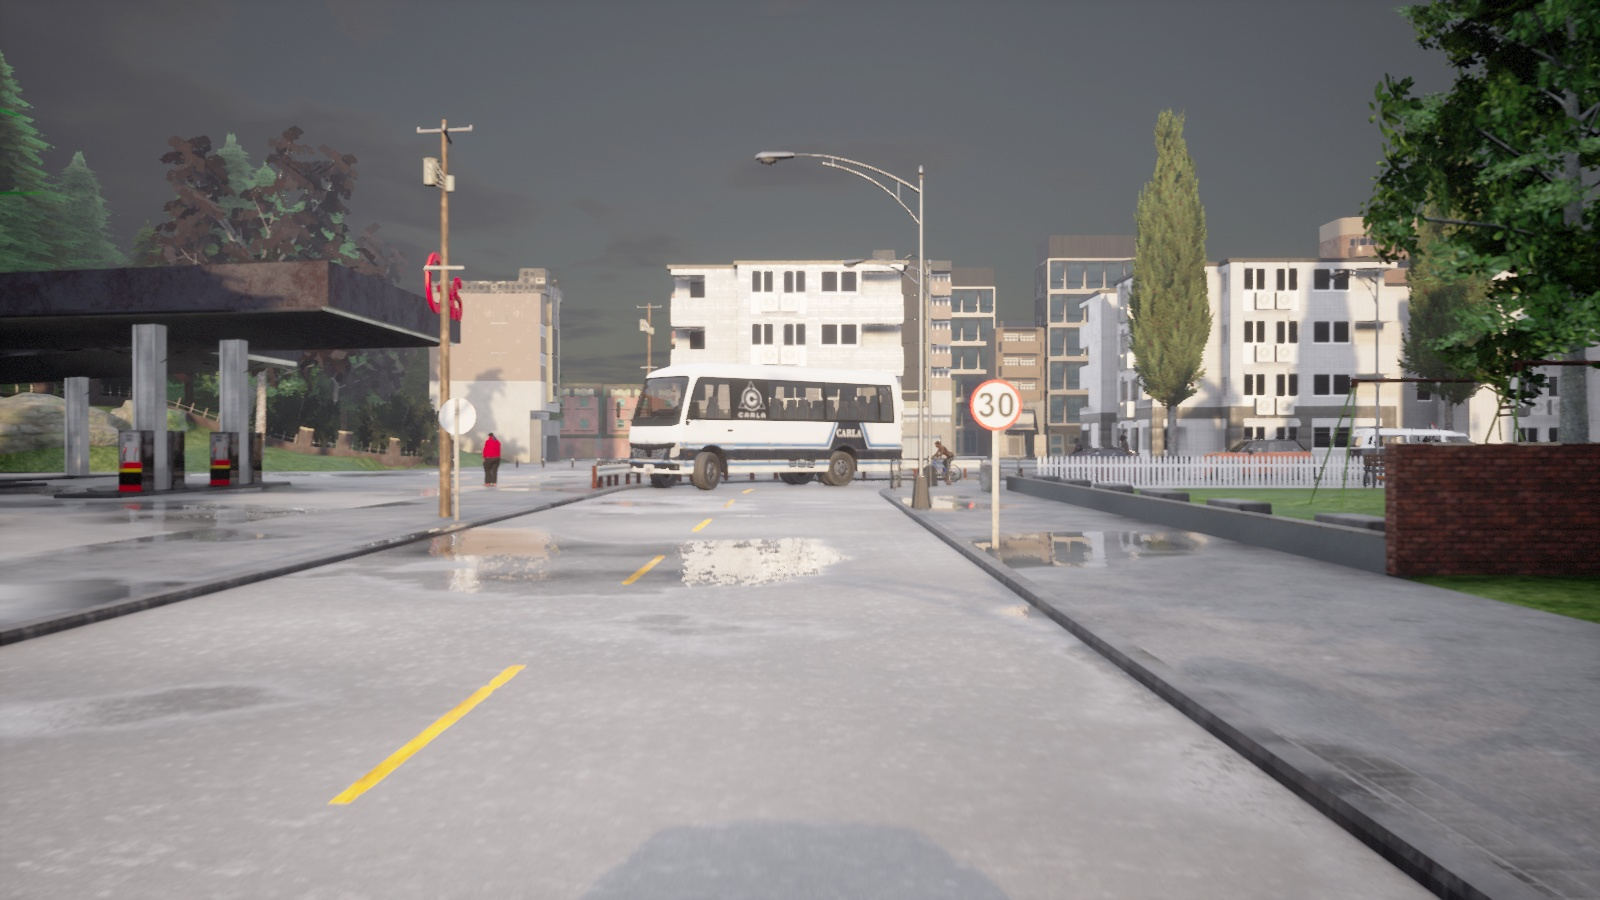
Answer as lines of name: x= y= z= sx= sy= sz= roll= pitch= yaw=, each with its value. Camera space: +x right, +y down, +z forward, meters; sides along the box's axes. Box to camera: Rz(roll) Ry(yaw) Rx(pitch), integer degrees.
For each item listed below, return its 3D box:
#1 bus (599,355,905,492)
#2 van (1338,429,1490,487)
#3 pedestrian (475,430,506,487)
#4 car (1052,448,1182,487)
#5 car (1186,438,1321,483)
bus: x=-1.487 y=-0.834 z=43.798 sx=10.273 sy=4.253 sz=3.944 roll=0 pitch=1 yaw=-38
van: x=22.226 y=0.282 z=45.600 sx=4.480 sy=2.038 sz=2.069 roll=0 pitch=0 yaw=0
pedestrian: x=-10.132 y=0.272 z=41.087 sx=0.634 sy=1.844 sz=0.899 roll=0 pitch=0 yaw=-41
car: x=11.483 y=0.614 z=45.671 sx=4.181 sy=1.385 sz=1.994 roll=0 pitch=0 yaw=-2
car: x=17.868 y=0.396 z=49.633 sx=4.553 sy=1.767 sz=2.097 roll=0 pitch=0 yaw=0
